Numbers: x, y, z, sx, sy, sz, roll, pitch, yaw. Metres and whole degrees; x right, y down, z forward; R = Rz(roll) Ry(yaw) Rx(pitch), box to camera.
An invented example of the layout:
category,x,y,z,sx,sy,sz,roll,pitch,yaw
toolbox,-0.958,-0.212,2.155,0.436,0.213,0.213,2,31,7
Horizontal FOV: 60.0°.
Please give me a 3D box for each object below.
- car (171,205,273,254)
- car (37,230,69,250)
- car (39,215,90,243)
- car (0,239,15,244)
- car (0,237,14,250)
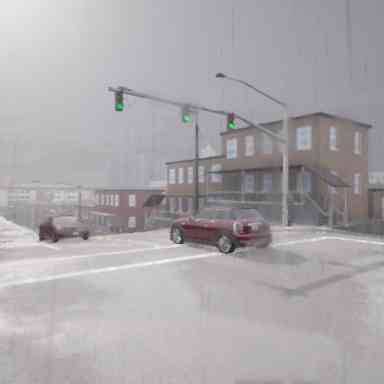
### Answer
category,x,y,z,sx,sy,sz,roll,pitch,yaw
car,1.012,1.329,13.615,2.097,1.767,4.553,0,-1,-36
car,-14.719,5.098,35.037,1.882,1.535,5.008,0,-12,-36
car,-7.417,2.050,19.028,1.812,1.442,4.674,0,-4,-37
car,-19.929,6.029,36.067,1.994,1.385,4.181,0,-12,-36
car,-34.513,9.504,61.869,1.882,1.535,5.008,0,0,-36
